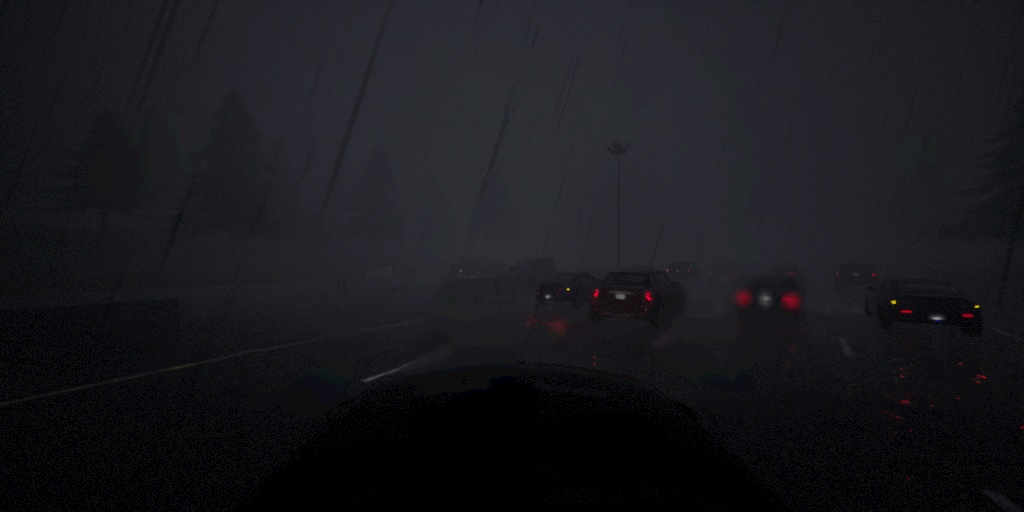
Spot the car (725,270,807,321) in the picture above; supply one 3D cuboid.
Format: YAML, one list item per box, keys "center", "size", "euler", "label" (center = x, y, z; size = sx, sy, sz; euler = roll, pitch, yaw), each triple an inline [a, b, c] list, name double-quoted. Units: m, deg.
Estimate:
- center: [9.533, 1.420, 13.165]
  size: [2.033, 1.411, 5.357]
  euler: [0, 0, 39]
  label: "car"

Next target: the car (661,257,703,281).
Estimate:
- center: [14.706, 1.225, 30.598]
  size: [2.097, 1.767, 4.553]
  euler: [0, 0, 39]
  label: "car"

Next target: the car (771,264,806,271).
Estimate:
- center: [20.523, 1.362, 26.655]
  size: [1.837, 1.490, 4.892]
  euler: [0, 0, 39]
  label: "car"

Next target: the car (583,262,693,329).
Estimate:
- center: [4.461, 1.218, 12.230]
  size: [2.097, 1.767, 4.553]
  euler: [0, 0, 37]
  label: "car"

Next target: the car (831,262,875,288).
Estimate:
- center: [23.178, 1.203, 24.373]
  size: [2.097, 1.767, 4.553]
  euler: [0, 0, 39]
  label: "car"

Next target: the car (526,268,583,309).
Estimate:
- center: [2.810, 1.404, 15.831]
  size: [1.812, 1.442, 4.674]
  euler: [0, 0, 38]
  label: "car"

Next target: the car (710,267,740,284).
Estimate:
- center: [16.577, 1.473, 27.351]
  size: [1.895, 1.301, 4.718]
  euler: [0, 0, 39]
  label: "car"

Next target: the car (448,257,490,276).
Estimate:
- center: [-4.592, 1.149, 40.466]
  size: [2.150, 2.045, 5.566]
  euler: [0, 0, 39]
  label: "car"

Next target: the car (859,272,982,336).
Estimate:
- center: [12.320, 1.393, 10.991]
  size: [1.812, 1.442, 4.674]
  euler: [0, 0, 38]
  label: "car"

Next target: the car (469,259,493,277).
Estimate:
- center: [-1.869, 1.426, 38.267]
  size: [1.837, 1.490, 4.892]
  euler: [0, 0, 39]
  label: "car"

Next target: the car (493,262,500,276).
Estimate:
- center: [0.864, 1.462, 36.080]
  size: [2.033, 1.411, 5.357]
  euler: [0, 0, 39]
  label: "car"

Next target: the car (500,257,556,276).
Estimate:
- center: [1.823, 1.135, 31.718]
  size: [2.150, 2.045, 5.566]
  euler: [0, 0, 39]
  label: "car"
